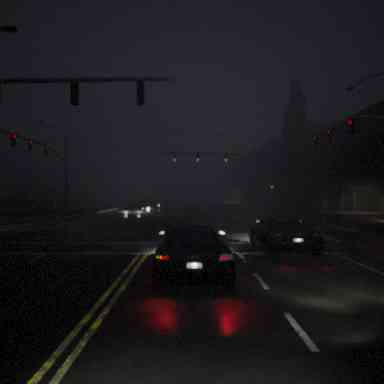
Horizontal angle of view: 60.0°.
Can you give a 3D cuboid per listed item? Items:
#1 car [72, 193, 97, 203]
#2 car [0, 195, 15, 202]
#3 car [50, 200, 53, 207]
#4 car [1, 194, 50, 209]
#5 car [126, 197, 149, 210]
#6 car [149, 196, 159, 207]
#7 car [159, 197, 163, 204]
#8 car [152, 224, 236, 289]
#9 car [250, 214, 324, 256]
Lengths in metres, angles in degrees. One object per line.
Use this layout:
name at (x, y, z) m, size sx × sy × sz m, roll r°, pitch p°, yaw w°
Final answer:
car at (-21.456, 1.184, 65.549) m, size 3.866 × 1.878 × 1.905 m, roll 0°, pitch 0°, yaw 0°
car at (-38.912, 1.392, 68.431) m, size 3.905 × 1.438 × 1.784 m, roll 0°, pitch 0°, yaw 0°
car at (-21.426, 1.175, 45.925) m, size 3.866 × 1.878 × 1.905 m, roll 0°, pitch 0°, yaw 0°
car at (-21.482, 1.171, 43.031) m, size 4.605 × 1.855 × 1.932 m, roll 0°, pitch 0°, yaw 0°
car at (-7.231, 1.496, 43.343) m, size 1.882 × 1.535 × 5.008 m, roll 0°, pitch 0°, yaw 1°
car at (-7.031, 1.514, 52.894) m, size 2.128 × 1.511 × 4.902 m, roll 0°, pitch 0°, yaw 2°
car at (-6.709, 1.553, 63.002) m, size 1.812 × 1.442 × 4.674 m, roll 0°, pitch 0°, yaw 2°
car at (0.004, 1.568, 9.239) m, size 1.994 × 1.385 × 4.181 m, roll 0°, pitch 0°, yaw -1°
car at (3.539, 1.570, 13.094) m, size 1.994 × 1.385 × 4.181 m, roll 0°, pitch 0°, yaw 0°
